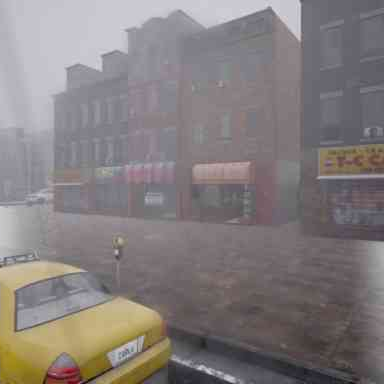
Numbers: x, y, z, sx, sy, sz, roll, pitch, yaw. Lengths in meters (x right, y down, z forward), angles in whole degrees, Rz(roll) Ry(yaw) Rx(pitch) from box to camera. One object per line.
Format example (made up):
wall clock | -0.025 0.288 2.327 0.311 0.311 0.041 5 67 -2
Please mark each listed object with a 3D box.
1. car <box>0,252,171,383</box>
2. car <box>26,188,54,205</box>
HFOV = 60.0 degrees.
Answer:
car | -2.518 1.525 4.608 4.829 1.417 1.752 0 0 36
car | -19.164 0.548 44.525 2.150 2.045 5.566 0 2 35
